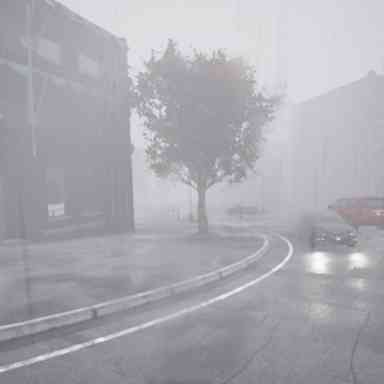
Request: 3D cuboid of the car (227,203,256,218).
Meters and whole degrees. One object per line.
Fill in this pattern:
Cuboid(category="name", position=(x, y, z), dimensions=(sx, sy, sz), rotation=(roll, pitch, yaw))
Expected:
Cuboid(category="car", position=(5.705, 2.098, 38.998), dimensions=(1.882, 1.535, 5.008), rotation=(-2, -1, -17))

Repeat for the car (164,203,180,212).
Cuboid(category="car", position=(-3.406, 2.622, 56.278), dimensions=(1.837, 1.490, 4.892), rotation=(-2, 1, -17))

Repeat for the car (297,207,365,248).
Cuboid(category="car", position=(6.211, 1.669, 15.747), dimensions=(1.837, 1.490, 4.892), rotation=(0, -1, 8))

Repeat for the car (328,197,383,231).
Cuboid(category="car", position=(10.251, 1.362, 21.202), dimensions=(2.150, 2.045, 5.566), rotation=(-2, -1, -3))
